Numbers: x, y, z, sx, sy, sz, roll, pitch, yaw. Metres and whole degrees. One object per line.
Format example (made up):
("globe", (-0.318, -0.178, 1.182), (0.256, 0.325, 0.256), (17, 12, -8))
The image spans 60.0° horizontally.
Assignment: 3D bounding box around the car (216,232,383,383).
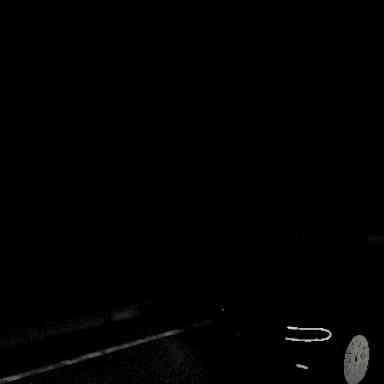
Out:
("car", (2.644, 1.486, 5.448), (5.008, 1.535, 1.882), (0, 0, -36))
